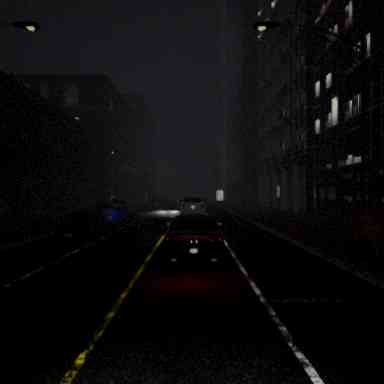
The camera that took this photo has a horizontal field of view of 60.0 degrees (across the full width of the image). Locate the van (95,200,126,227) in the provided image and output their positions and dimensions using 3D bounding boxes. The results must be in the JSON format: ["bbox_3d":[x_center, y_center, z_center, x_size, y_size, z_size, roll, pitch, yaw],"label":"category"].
[{"bbox_3d":[-5.690,1.425,23.155,1.690,1.788,3.998,0,0,0],"label":"van"}]

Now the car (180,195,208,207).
[{"bbox_3d":[0.085,1.330,30.386,2.150,2.045,5.566,0,0,0],"label":"car"}]

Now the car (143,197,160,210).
[{"bbox_3d":[-5.691,1.751,45.748,1.802,1.307,4.206,0,0,0],"label":"car"}]

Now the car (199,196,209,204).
[{"bbox_3d":[2.690,1.729,73.991,1.967,1.590,4.097,0,0,0],"label":"car"}]

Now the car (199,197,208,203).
[{"bbox_3d":[2.689,1.864,79.640,2.008,1.369,4.403,0,0,0],"label":"car"}]

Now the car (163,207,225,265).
[{"bbox_3d":[0.069,1.521,11.936,1.882,1.535,5.008,0,0,0],"label":"car"}]

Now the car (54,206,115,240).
[{"bbox_3d":[-5.691,1.630,17.506,1.947,1.339,4.313,0,0,0],"label":"car"}]

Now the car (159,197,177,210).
[{"bbox_3d":[-3.090,1.771,45.907,1.895,1.301,4.718,0,0,0],"label":"car"}]

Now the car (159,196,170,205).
[{"bbox_3d":[-5.690,1.705,68.343,1.967,1.590,4.097,0,0,0],"label":"car"}]

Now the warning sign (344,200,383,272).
[{"bbox_3d":[5.067,1.149,9.151,1.300,1.860,1.060,0,0,0],"label":"warning sign"}]

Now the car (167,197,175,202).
[{"bbox_3d":[-5.691,1.931,90.936,1.947,1.339,4.313,0,0,0],"label":"car"}]
